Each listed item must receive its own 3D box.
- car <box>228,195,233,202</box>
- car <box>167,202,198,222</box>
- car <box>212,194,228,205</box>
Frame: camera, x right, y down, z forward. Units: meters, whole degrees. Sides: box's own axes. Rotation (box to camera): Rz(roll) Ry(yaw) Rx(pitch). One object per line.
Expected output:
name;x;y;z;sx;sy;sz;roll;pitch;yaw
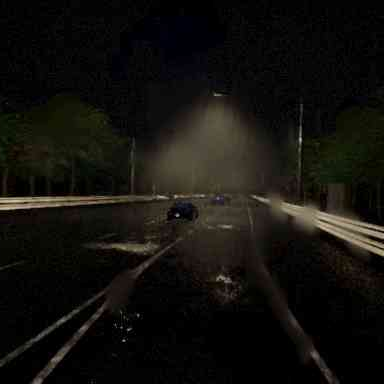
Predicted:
car;9.052;1.781;87.067;1.882;1.535;5.008;2;0;9
car;-0.668;1.500;26.156;1.812;1.442;4.674;2;0;9
car;5.021;1.372;61.746;2.150;2.045;5.566;2;0;9
